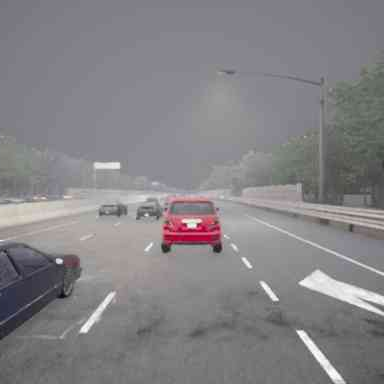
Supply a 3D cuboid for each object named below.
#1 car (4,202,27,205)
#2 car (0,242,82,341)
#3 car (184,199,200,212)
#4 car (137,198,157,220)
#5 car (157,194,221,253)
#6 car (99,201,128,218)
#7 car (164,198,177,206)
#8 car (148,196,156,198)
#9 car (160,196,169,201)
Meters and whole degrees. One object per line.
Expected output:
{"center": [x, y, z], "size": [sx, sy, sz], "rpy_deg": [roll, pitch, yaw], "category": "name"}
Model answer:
{"center": [-17.606, 1.626, 32.860], "size": [1.895, 1.301, 4.718], "rpy_deg": [0, 0, 0], "category": "car"}
{"center": [-3.505, 1.550, 5.415], "size": [2.033, 1.411, 5.357], "rpy_deg": [0, 0, 0], "category": "car"}
{"center": [-0.028, 1.556, 39.377], "size": [1.812, 1.442, 4.674], "rpy_deg": [0, 0, 0], "category": "car"}
{"center": [-3.520, 1.526, 28.365], "size": [1.837, 1.490, 4.892], "rpy_deg": [0, 0, 0], "category": "car"}
{"center": [-0.009, 1.230, 13.950], "size": [2.150, 2.045, 5.566], "rpy_deg": [0, 0, 0], "category": "car"}
{"center": [-7.019, 1.513, 30.091], "size": [2.128, 1.511, 4.902], "rpy_deg": [0, 0, 0], "category": "car"}
{"center": [-3.538, 1.650, 55.557], "size": [1.895, 1.301, 4.718], "rpy_deg": [0, 0, 0], "category": "car"}
{"center": [-7.041, 1.560, 58.972], "size": [1.837, 1.490, 4.892], "rpy_deg": [0, 0, 0], "category": "car"}
{"center": [-7.059, 1.646, 87.060], "size": [1.994, 1.385, 4.181], "rpy_deg": [0, 0, 0], "category": "car"}
